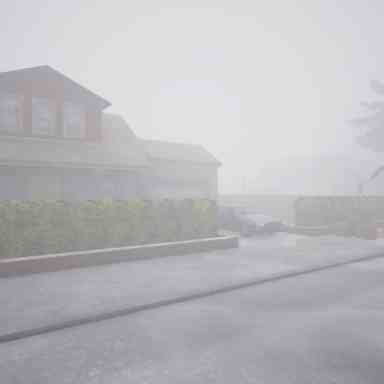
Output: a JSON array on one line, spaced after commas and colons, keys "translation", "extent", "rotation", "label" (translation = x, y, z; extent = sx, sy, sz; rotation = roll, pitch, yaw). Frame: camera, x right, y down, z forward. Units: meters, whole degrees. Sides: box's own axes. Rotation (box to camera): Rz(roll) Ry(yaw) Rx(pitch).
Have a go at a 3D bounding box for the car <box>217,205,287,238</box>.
[{"translation": [2.234, 1.372, 16.977], "extent": [2.033, 1.415, 5.357], "rotation": [0, 0, -33], "label": "car"}]
